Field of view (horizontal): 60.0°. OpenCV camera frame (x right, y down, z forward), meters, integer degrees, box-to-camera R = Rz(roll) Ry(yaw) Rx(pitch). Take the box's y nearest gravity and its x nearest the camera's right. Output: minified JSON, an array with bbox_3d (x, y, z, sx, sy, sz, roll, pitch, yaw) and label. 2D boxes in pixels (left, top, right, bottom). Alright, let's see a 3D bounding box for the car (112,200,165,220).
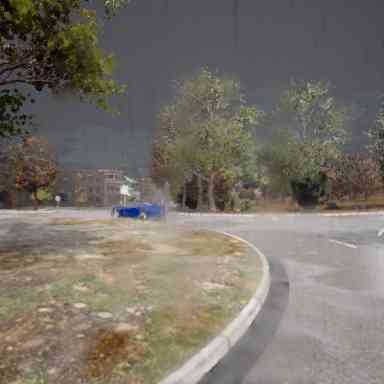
[{"bbox_3d":[-4.575,1.471,28.070,5.008,1.535,1.882,0,0,32],"label":"car"}]
